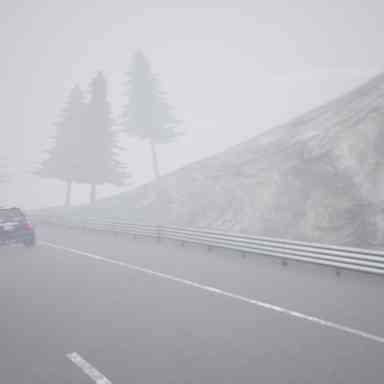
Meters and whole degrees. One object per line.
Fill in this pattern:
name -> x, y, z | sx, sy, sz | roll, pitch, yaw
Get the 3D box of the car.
car -> -8.365, 1.363, 13.875 | 4.553, 1.767, 2.097 | -1, 0, 44
